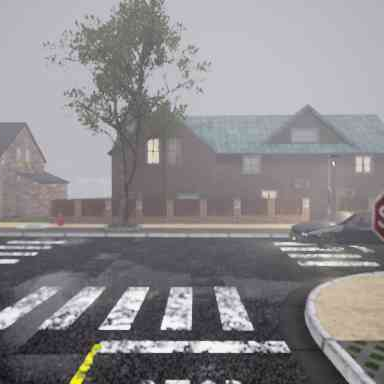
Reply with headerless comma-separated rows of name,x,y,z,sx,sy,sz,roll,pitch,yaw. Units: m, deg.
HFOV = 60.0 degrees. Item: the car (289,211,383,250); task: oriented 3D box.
car,6.830,1.503,13.625,5.357,1.411,2.033,0,1,-1
